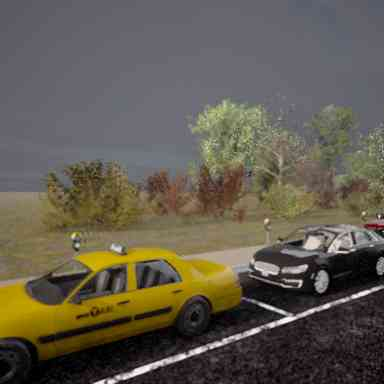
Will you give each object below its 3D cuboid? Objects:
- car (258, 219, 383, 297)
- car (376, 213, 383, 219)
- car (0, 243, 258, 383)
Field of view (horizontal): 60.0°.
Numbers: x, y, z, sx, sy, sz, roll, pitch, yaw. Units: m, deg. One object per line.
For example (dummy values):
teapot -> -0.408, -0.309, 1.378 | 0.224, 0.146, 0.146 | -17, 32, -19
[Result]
car -> 3.373, 1.529, 8.473 | 4.403, 1.369, 2.008 | 0, 1, -35
car -> 7.985, 1.277, 11.741 | 5.009, 1.841, 2.192 | 0, 1, -35
car -> -1.378, 1.520, 5.103 | 4.829, 1.417, 1.752 | 0, 1, -35
